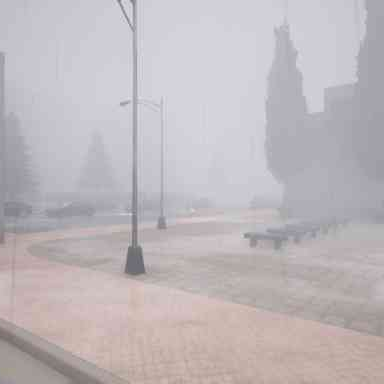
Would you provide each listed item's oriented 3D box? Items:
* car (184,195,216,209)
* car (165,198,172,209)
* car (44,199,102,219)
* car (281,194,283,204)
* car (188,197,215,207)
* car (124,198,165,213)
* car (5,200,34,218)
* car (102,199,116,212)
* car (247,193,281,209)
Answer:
[{"bbox_3d":[0.902,1.505,44.834,1.837,1.490,4.892,0,0,38],"label":"car"},{"bbox_3d":[-4.659,1.505,43.363,1.837,1.490,4.892,0,0,38],"label":"car"},{"bbox_3d":[-10.742,1.526,29.708,1.812,1.442,4.674,0,0,37],"label":"car"},{"bbox_3d":[16.398,1.564,58.909,1.994,1.385,4.181,0,0,38],"label":"car"},{"bbox_3d":[1.493,1.564,51.303,1.994,1.385,4.181,0,0,38],"label":"car"},{"bbox_3d":[-5.438,1.564,36.612,1.994,1.385,4.181,0,0,38],"label":"car"},{"bbox_3d":[-16.207,1.505,28.462,1.837,1.490,4.892,0,0,39],"label":"car"},{"bbox_3d":[-10.424,1.491,35.890,2.128,1.511,4.902,0,0,38],"label":"car"},{"bbox_3d":[9.707,1.353,44.486,2.097,1.767,4.553,0,0,38],"label":"car"}]
